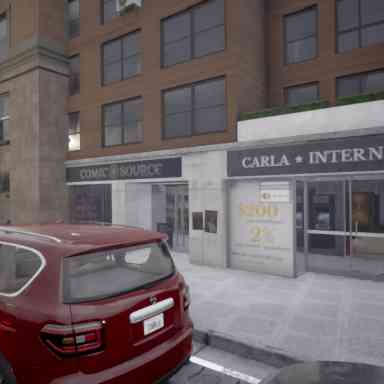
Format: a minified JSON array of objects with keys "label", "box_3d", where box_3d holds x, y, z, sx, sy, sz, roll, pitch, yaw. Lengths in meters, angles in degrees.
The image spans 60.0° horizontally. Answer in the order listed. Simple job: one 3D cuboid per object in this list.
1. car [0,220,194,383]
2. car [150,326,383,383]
[{"label":"car","box_3d":[-2.301,1.318,4.497,5.009,1.841,2.192,0,-1,35]},{"label":"car","box_3d":[2.163,1.551,1.315,4.403,1.369,2.008,0,-1,35]}]
